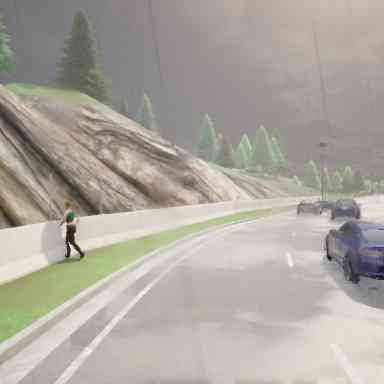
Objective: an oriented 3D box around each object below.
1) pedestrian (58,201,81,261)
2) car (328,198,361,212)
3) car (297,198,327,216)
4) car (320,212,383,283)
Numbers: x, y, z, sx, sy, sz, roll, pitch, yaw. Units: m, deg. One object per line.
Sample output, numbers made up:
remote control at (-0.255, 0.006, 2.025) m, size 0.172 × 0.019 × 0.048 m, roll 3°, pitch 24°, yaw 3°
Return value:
pedestrian at (-3.775, 1.141, 10.268) m, size 0.375 × 1.860 × 0.375 m, roll 0°, pitch 0°, yaw 12°
car at (13.075, 1.352, 28.088) m, size 2.097 × 1.767 × 4.553 m, roll 0°, pitch 0°, yaw 28°
car at (11.648, 1.491, 32.812) m, size 2.128 × 1.511 × 4.902 m, roll 0°, pitch 0°, yaw 29°
car at (5.036, 1.526, 9.393) m, size 1.812 × 1.442 × 4.674 m, roll 0°, pitch 0°, yaw 12°
